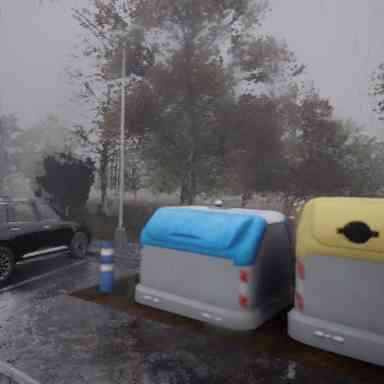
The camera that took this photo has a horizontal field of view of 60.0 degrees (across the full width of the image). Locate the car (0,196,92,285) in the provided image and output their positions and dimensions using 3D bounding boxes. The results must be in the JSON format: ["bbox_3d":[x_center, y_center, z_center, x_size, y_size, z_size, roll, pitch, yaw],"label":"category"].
[{"bbox_3d":[-5.128,1.183,9.551,2.435,2.045,5.566,0,-1,14],"label":"car"}]
